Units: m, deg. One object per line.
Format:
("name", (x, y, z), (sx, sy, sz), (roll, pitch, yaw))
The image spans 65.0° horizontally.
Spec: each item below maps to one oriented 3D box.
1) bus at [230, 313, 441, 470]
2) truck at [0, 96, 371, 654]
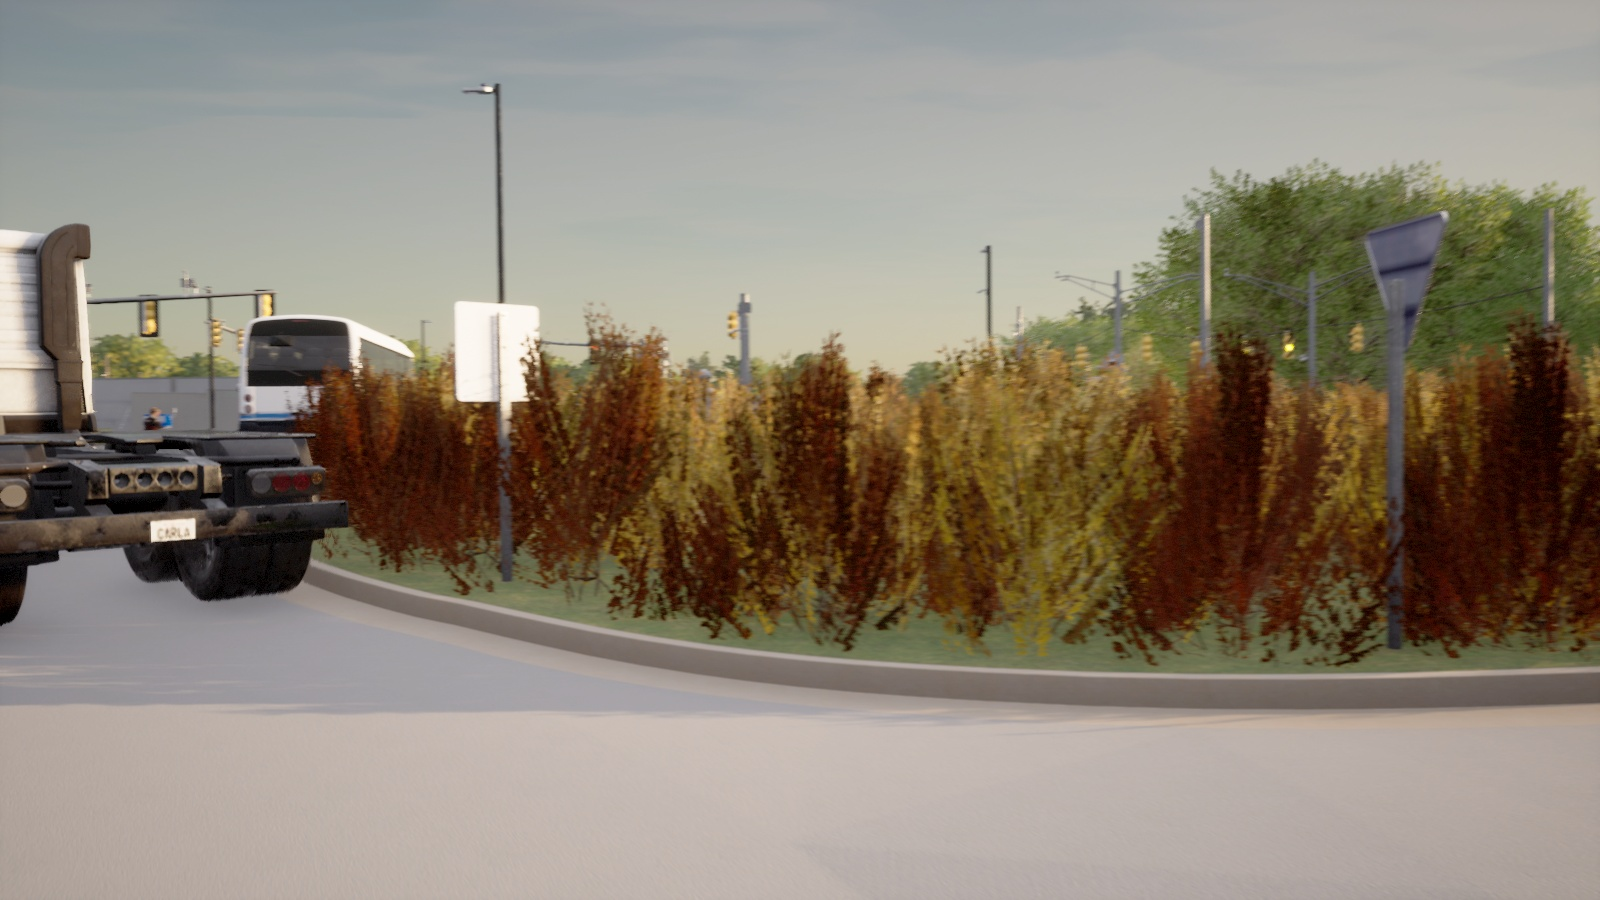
("bus", (-14.128, -1.622, 39.441), (3.944, 4.253, 10.273), (-1, 0, -7))
("truck", (-7.206, -0.585, 11.234), (7.936, 3.462, 2.891), (2, 3, 43))
